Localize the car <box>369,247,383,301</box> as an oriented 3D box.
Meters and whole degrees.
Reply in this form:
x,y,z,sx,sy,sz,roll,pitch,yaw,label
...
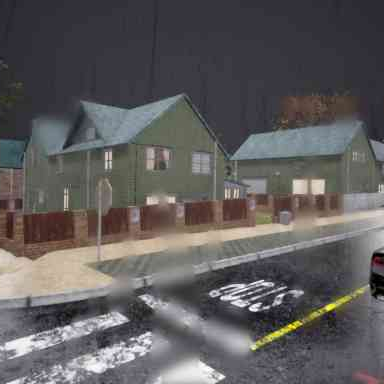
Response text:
x,y,z,sx,sy,sz,roll,pitch,yaw,label
5.410,1.365,6.829,5.008,1.535,1.882,-1,2,-42,car
